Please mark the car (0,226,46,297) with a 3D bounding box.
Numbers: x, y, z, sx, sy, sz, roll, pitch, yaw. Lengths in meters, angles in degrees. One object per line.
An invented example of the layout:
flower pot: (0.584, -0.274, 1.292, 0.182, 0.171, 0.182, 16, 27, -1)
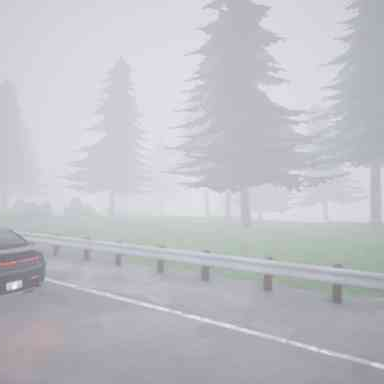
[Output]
car: (-5.355, 1.524, 7.673, 4.892, 1.490, 1.837, 0, 0, 34)
